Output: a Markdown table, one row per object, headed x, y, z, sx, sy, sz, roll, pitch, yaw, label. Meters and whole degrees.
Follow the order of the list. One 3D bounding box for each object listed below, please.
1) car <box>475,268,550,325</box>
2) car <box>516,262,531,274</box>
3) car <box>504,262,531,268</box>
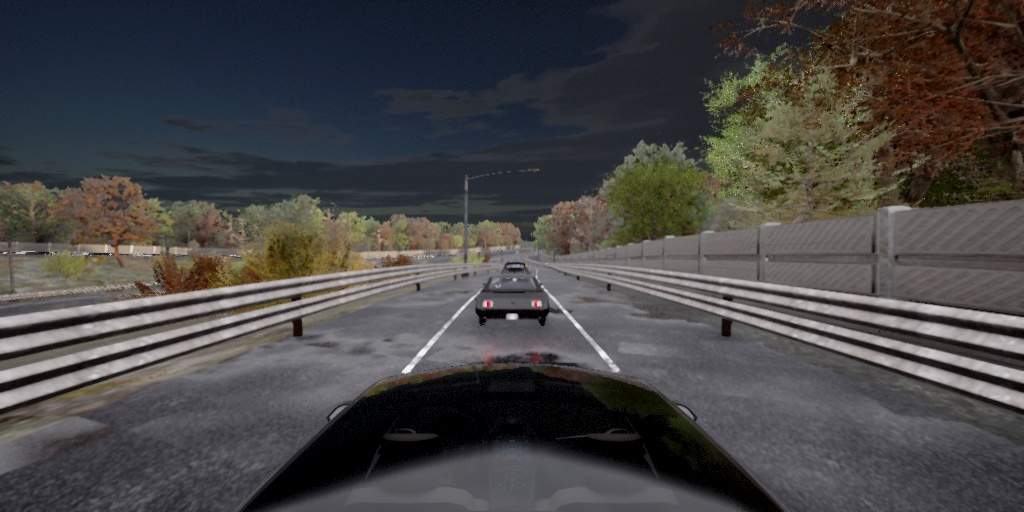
| x | y | z | sx | sy | sz | roll | pitch | yaw | label |
| --- | --- | --- | --- | --- | --- | --- | --- | --- | --- |
| 0.021 | 1.199 | 11.069 | 1.895 | 1.301 | 4.718 | 0 | 0 | 0 | car |
| 1.548 | 1.573 | 47.074 | 1.812 | 1.442 | 4.674 | 0 | -1 | 4 | car |
| 0.246 | 1.157 | 23.784 | 1.837 | 1.490 | 4.892 | 0 | -1 | 2 | car |
